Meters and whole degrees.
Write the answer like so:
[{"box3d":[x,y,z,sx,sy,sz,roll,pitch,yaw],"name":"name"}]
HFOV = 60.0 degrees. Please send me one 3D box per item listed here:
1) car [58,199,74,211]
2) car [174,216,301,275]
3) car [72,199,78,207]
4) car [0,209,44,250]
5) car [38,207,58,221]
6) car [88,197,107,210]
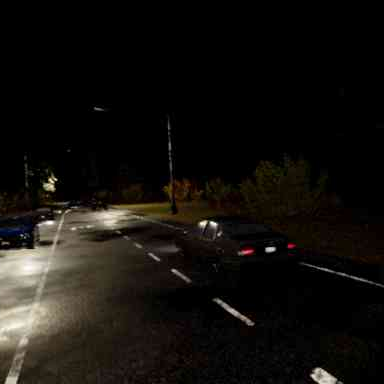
[{"box3d":[-23.642,2.642,61.604,1.994,1.385,4.181,-3,0,-13],"name":"car"},{"box3d":[1.024,1.471,10.318,2.033,1.411,5.357,-3,0,-20],"name":"car"},{"box3d":[-28.229,2.799,79.389,2.033,1.411,5.357,-3,0,-16],"name":"car"},{"box3d":[-8.561,1.894,16.135,1.882,1.535,5.008,-3,0,-20],"name":"car"},{"box3d":[-15.183,2.291,34.155,1.994,1.385,4.181,-3,0,-20],"name":"car"},{"box3d":[-15.552,1.910,55.321,2.150,2.045,5.566,-3,0,-20],"name":"car"}]
